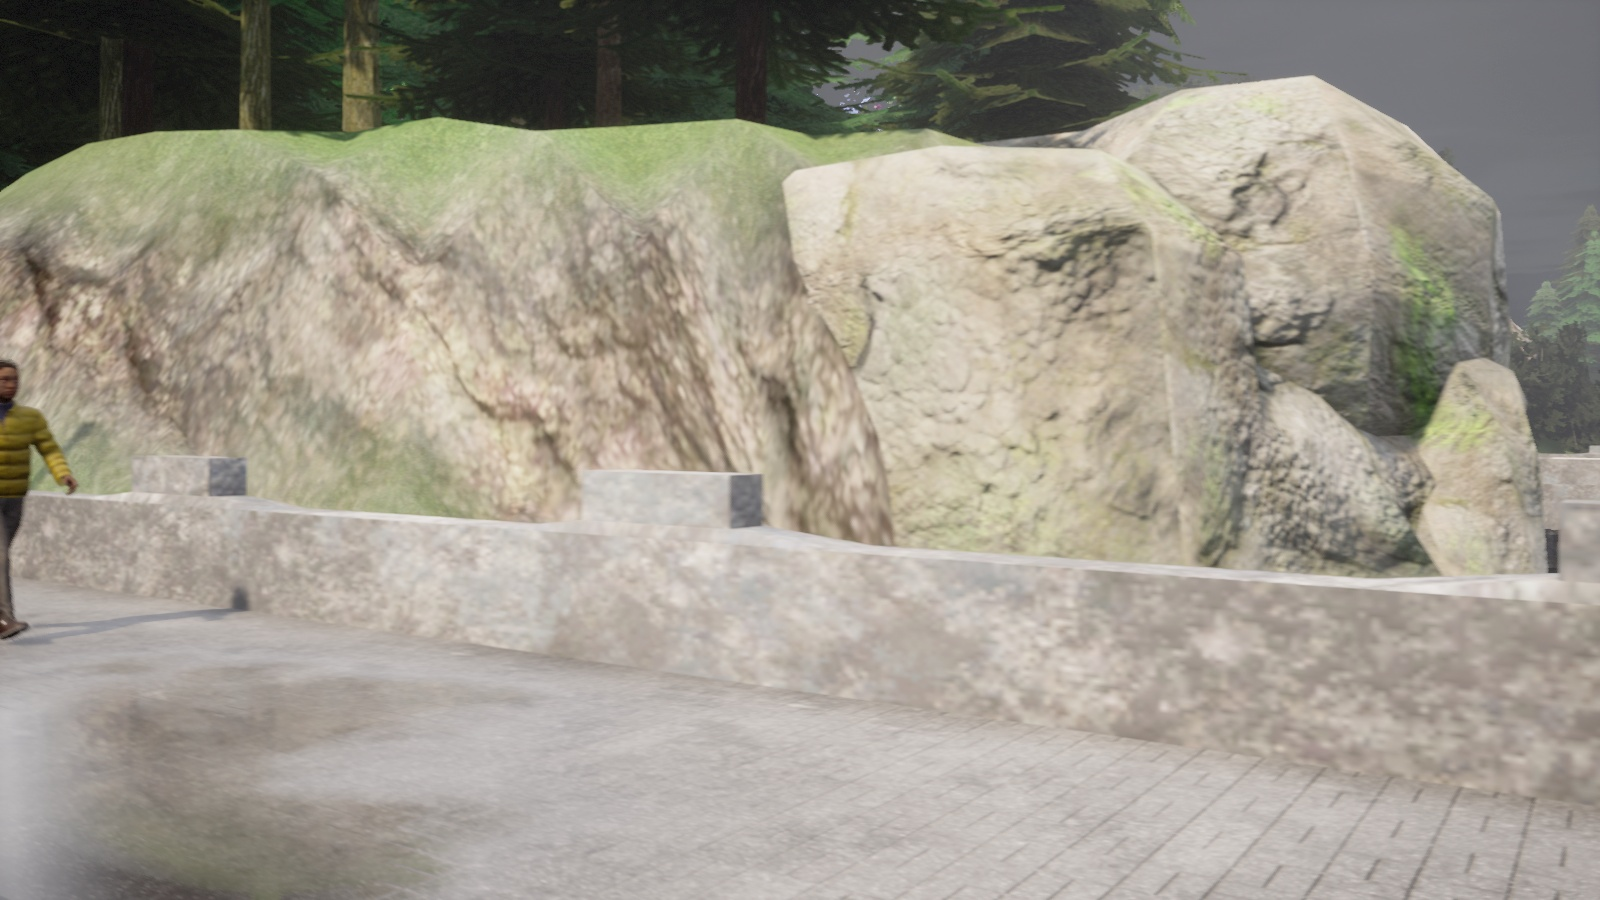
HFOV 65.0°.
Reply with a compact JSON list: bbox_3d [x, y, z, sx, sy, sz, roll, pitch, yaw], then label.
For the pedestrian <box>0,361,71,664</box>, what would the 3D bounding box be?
[{"bbox_3d":[-5.060,0.378,8.001,0.709,1.840,0.431,0,1,34],"label":"pedestrian"}]
